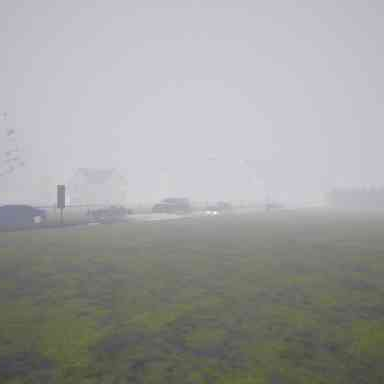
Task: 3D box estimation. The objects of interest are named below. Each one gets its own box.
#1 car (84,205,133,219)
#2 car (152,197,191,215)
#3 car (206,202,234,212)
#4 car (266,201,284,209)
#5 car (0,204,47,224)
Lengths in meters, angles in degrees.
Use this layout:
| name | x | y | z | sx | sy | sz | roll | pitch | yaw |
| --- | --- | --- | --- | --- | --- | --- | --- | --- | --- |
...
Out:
| name | x | y | z | sx | sy | sz | roll | pitch | yaw |
| --- | --- | --- | --- | --- | --- | --- | --- | --- | --- |
| car | -8.133 | 1.922 | 32.709 | 1.895 | 1.301 | 4.718 | 1 | 0 | 36 |
| car | -2.406 | 1.677 | 40.736 | 2.150 | 2.045 | 5.566 | 1 | -1 | 36 |
| car | 4.303 | 2.153 | 50.092 | 2.033 | 1.411 | 5.357 | 1 | 0 | 36 |
| car | 15.094 | 2.387 | 60.251 | 1.994 | 1.385 | 4.181 | 1 | 0 | 35 |
| car | -13.536 | 1.670 | 25.116 | 1.882 | 1.535 | 5.008 | 1 | 0 | 35 |
